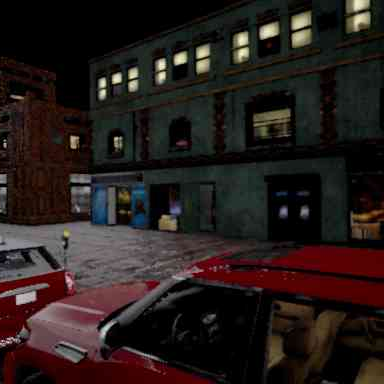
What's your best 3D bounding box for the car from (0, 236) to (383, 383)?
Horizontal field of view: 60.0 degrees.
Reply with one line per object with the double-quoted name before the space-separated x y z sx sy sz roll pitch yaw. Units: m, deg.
"car" 0.696 1.321 2.389 5.009 1.841 2.192 0 -1 36
